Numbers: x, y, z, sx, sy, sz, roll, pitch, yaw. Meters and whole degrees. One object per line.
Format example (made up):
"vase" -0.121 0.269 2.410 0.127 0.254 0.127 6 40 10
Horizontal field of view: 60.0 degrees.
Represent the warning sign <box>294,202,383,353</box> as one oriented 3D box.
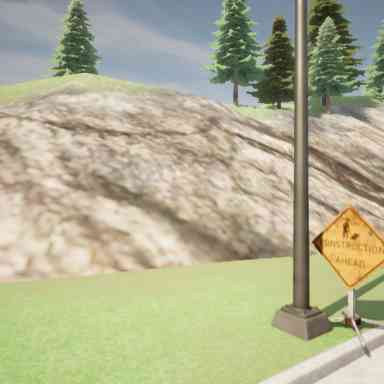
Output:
"warning sign" 2.420 1.112 5.043 1.060 1.860 1.300 0 0 -36
